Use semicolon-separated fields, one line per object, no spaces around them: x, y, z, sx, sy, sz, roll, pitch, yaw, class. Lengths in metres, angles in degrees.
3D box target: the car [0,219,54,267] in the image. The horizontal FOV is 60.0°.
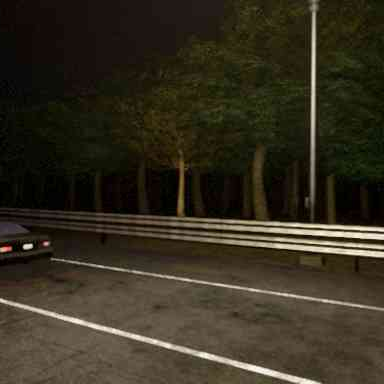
-6.742;1.559;10.544;5.357;1.411;2.033;0;-1;30;car
